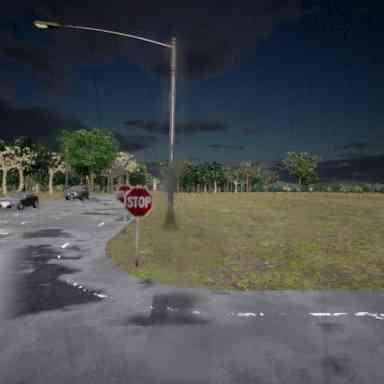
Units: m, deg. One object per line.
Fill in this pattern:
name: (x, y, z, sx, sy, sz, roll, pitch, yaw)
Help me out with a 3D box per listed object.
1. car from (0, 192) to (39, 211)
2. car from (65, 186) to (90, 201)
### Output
car: (-14.711, 0.761, 28.369, 2.128, 1.511, 4.902, 1, 1, -3)
car: (-15.778, 0.163, 46.043, 2.150, 2.045, 5.566, 1, 1, -3)
